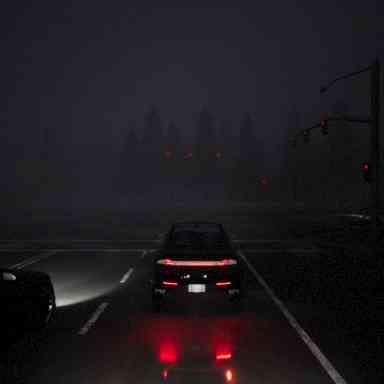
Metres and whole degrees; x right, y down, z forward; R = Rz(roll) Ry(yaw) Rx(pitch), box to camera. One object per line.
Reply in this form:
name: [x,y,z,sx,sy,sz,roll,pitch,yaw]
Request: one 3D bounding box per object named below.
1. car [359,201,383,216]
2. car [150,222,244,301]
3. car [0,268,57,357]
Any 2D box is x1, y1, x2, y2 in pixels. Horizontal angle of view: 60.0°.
car: [18.703,1.492,31.193,5.357,1.411,2.033,0,0,0]
car: [0.124,1.492,8.315,2.128,1.511,4.902,0,0,1]
car: [-3.403,1.564,4.249,1.994,1.385,4.181,0,0,0]
